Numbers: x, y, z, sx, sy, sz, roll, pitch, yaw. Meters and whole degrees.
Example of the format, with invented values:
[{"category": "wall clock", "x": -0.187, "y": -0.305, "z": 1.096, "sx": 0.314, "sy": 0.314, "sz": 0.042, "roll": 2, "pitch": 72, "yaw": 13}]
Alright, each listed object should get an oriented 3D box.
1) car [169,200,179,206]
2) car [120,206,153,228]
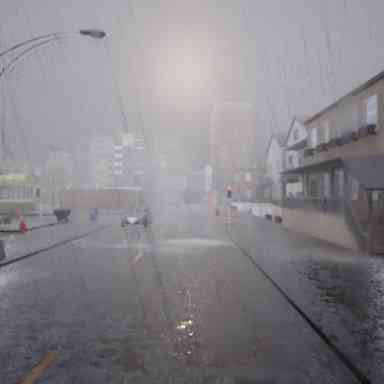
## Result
[{"category": "car", "x": -3.993, "y": 2.561, "z": 72.518, "sx": 1.812, "sy": 1.442, "sz": 4.674, "roll": 0, "pitch": -1, "yaw": 0}, {"category": "car", "x": -4.014, "y": 1.776, "z": 24.788, "sx": 2.128, "sy": 1.511, "sz": 4.902, "roll": 0, "pitch": -1, "yaw": 0}]
